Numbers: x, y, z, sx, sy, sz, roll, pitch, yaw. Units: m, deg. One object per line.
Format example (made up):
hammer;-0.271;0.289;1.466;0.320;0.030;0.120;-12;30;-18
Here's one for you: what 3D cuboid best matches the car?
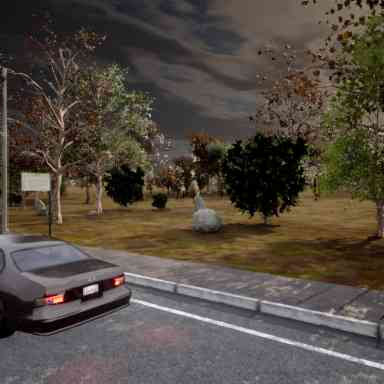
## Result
car;-3.596;1.547;6.571;5.357;1.411;2.033;0;0;36
